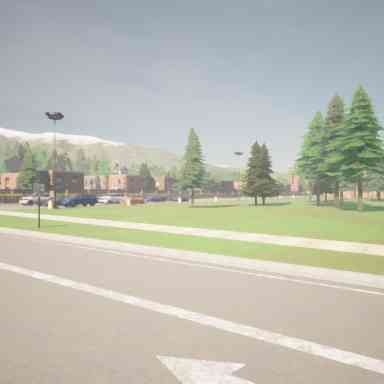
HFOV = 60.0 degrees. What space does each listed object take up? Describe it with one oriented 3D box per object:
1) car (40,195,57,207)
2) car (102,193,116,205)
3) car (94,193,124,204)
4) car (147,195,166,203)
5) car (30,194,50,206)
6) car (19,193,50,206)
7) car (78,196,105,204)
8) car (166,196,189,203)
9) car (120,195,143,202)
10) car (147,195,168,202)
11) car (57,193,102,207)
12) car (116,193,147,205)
[{"bbox_3d":[-20.562,1.547,51.808,2.033,1.411,5.357,0,0,35],"label":"car"},{"bbox_3d":[-14.308,1.224,60.727,2.150,2.045,5.566,0,0,35],"label":"car"},{"bbox_3d":[-15.956,1.218,64.422,2.150,2.045,5.566,0,0,35],"label":"car"},{"bbox_3d":[-8.201,1.524,69.335,1.812,1.442,4.674,0,0,35],"label":"car"},{"bbox_3d":[-22.976,1.547,54.458,2.033,1.411,5.357,0,0,35],"label":"car"},{"bbox_3d":[-26.048,1.221,56.152,2.150,2.045,5.566,0,0,36],"label":"car"},{"bbox_3d":[-19.660,1.492,65.203,2.128,1.511,4.902,0,0,35],"label":"car"},{"bbox_3d":[-2.776,1.534,70.989,2.033,1.411,5.357,0,0,35],"label":"car"},{"bbox_3d":[-13.443,1.477,74.054,1.882,1.535,5.008,0,0,35],"label":"car"},{"bbox_3d":[-7.768,1.514,76.067,2.128,1.511,4.902,0,0,35],"label":"car"},{"bbox_3d":[-17.053,1.221,50.720,2.150,2.045,5.566,0,0,35],"label":"car"},{"bbox_3d":[-10.792,1.352,59.655,2.097,1.767,4.553,0,0,35],"label":"car"}]
